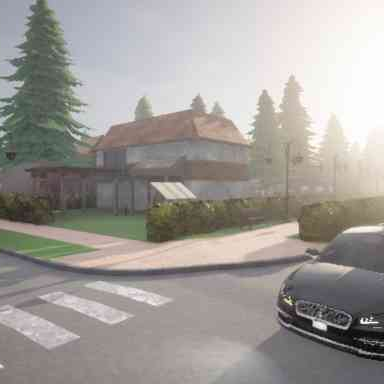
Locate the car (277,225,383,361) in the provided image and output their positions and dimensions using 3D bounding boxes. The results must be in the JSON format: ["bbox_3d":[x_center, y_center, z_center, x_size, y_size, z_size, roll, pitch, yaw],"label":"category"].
[{"bbox_3d":[3.423,1.430,5.989,4.892,1.490,1.837,-2,3,-43],"label":"car"}]
